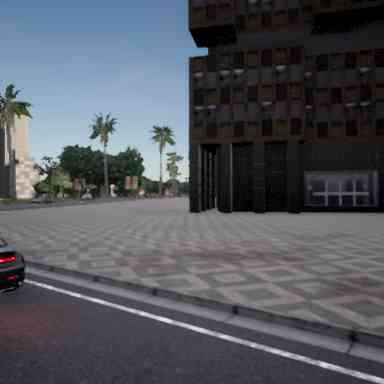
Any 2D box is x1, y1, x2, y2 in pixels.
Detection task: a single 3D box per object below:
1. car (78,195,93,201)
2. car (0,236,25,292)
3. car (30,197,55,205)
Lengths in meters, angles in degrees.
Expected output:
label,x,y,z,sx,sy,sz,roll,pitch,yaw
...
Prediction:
label,x,y,z,sx,sy,sz,roll,pitch,yaw
car,-25.088,1.451,78.708,1.812,1.442,4.674,0,0,10
car,-5.847,1.568,7.856,4.892,1.490,1.837,0,0,35
car,-28.091,1.646,62.680,2.033,1.411,5.357,0,0,12
